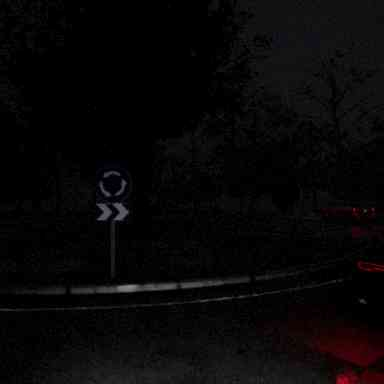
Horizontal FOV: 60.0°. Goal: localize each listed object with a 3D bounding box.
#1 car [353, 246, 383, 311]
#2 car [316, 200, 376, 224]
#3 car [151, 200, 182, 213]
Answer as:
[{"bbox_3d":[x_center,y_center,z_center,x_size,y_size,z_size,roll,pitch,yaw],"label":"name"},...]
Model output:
[{"bbox_3d":[5.317,1.477,6.484,5.008,1.535,1.882,0,1,-30],"label":"car"},{"bbox_3d":[11.520,1.349,25.298,2.097,1.767,4.553,0,0,-15],"label":"car"},{"bbox_3d":[-3.177,1.561,35.922,4.181,1.385,1.994,0,0,3],"label":"car"}]
